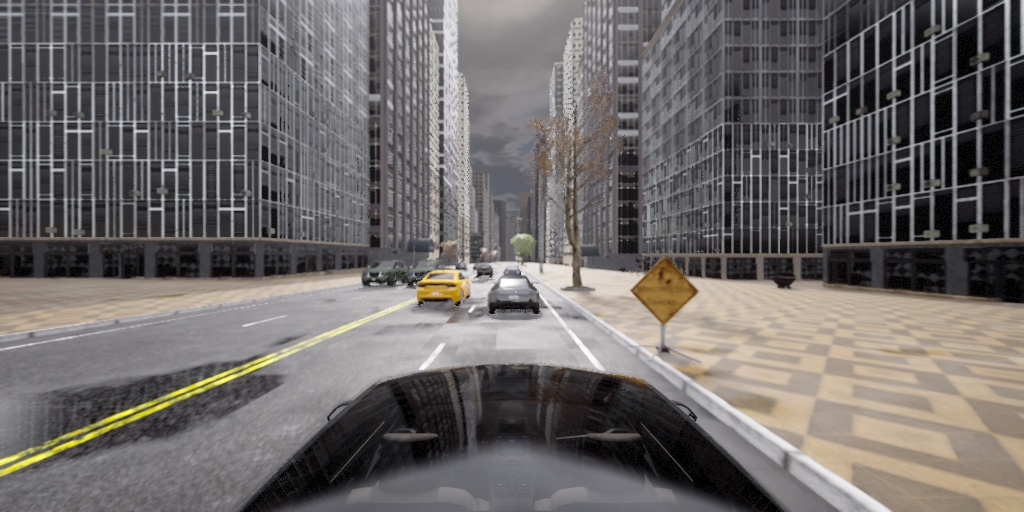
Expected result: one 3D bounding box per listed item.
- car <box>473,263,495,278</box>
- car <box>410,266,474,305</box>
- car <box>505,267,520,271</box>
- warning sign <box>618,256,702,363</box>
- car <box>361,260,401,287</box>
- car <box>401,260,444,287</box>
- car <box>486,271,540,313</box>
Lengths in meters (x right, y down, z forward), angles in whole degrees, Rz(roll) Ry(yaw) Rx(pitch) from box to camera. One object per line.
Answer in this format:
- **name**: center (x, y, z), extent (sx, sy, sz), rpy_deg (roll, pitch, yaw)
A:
- **car**: center (-3.203, 1.814, 43.457), extent (1.837, 1.490, 4.892), rpy_deg (0, 0, 0)
- **car**: center (-3.173, 1.437, 17.360), extent (1.882, 1.535, 5.008), rpy_deg (0, 0, 0)
- **car**: center (0.050, 1.878, 41.269), extent (1.895, 1.301, 4.718), rpy_deg (0, -1, 0)
- **warning sign**: center (2.846, 0.932, 6.778), extent (1.300, 1.860, 1.060), rpy_deg (0, 0, 0)
- **car**: center (-9.884, 1.330, 28.363), extent (2.150, 2.045, 5.566), rpy_deg (0, -1, 0)
- **car**: center (-6.634, 1.329, 28.364), extent (2.150, 2.045, 5.566), rpy_deg (0, -1, 0)
- **car**: center (0.077, 1.491, 14.995), extent (1.994, 1.385, 4.181), rpy_deg (0, -1, 0)
